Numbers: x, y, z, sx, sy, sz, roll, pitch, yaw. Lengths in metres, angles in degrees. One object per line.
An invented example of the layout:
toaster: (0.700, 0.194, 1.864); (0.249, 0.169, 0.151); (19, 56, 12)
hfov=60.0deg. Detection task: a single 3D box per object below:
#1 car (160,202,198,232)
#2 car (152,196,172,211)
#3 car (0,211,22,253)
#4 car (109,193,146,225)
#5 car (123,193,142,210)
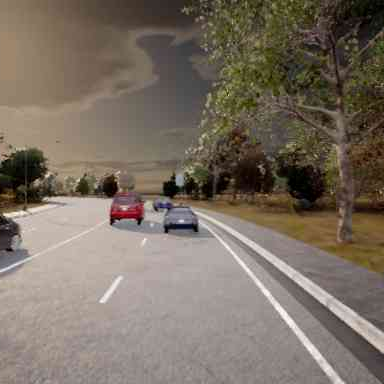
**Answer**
car: (-0.738, 1.541, 20.024); (1.994, 1.385, 4.181); (0, 0, -5)
car: (-3.601, 1.299, 39.924); (2.097, 1.767, 4.553); (0, 0, -12)
car: (-7.372, 1.501, 10.886); (1.837, 1.490, 4.892); (0, 0, -2)
car: (-4.630, 1.193, 24.231); (2.150, 2.045, 5.566); (0, 0, -5)
car: (-7.719, 1.163, 42.530); (2.150, 2.045, 5.566); (0, 0, -13)
